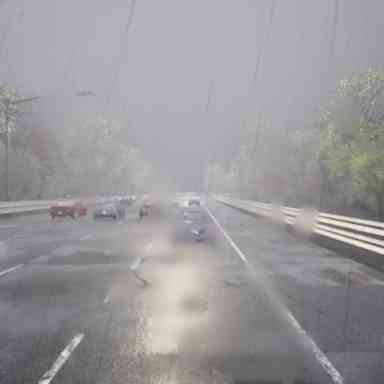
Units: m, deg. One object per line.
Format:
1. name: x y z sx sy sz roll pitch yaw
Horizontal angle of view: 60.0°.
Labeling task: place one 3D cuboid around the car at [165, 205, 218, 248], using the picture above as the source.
1. car: 0.118 1.541 14.791 2.033 1.411 5.357 0 0 0

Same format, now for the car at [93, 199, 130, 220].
1. car: -6.830 1.553 27.929 1.994 1.385 4.181 0 0 0

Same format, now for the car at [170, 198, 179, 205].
1. car: -3.143 1.586 55.296 1.895 1.301 4.718 0 0 0

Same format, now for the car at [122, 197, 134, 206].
1. car: -10.163 1.493 52.697 1.837 1.490 4.892 0 1 0

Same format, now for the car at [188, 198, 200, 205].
1. car: 0.357 1.586 55.354 1.895 1.301 4.718 0 0 0

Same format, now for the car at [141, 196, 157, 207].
1. car: -6.668 1.463 52.172 1.882 1.535 5.008 0 0 0

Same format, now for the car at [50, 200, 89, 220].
1. car: -10.328 1.468 28.470 1.882 1.535 5.008 0 0 0

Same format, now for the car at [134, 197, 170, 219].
1. car: -3.328 1.480 28.632 2.128 1.511 4.902 0 0 0
